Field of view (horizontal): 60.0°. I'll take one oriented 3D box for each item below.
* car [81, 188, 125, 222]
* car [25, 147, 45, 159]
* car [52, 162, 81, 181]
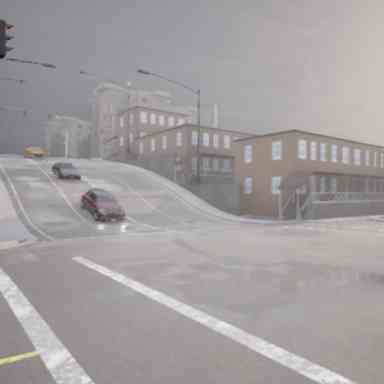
[{"bbox_3d":[-6.730,0.867,25.158,2.097,1.767,4.553,0,14,-37],"label":"car"},{"bbox_3d":[-21.509,-5.378,45.575,1.882,1.535,5.008,1,8,-35],"label":"car"},{"bbox_3d":[-12.337,-2.143,32.737,1.994,1.385,4.181,1,17,-36],"label":"car"}]
